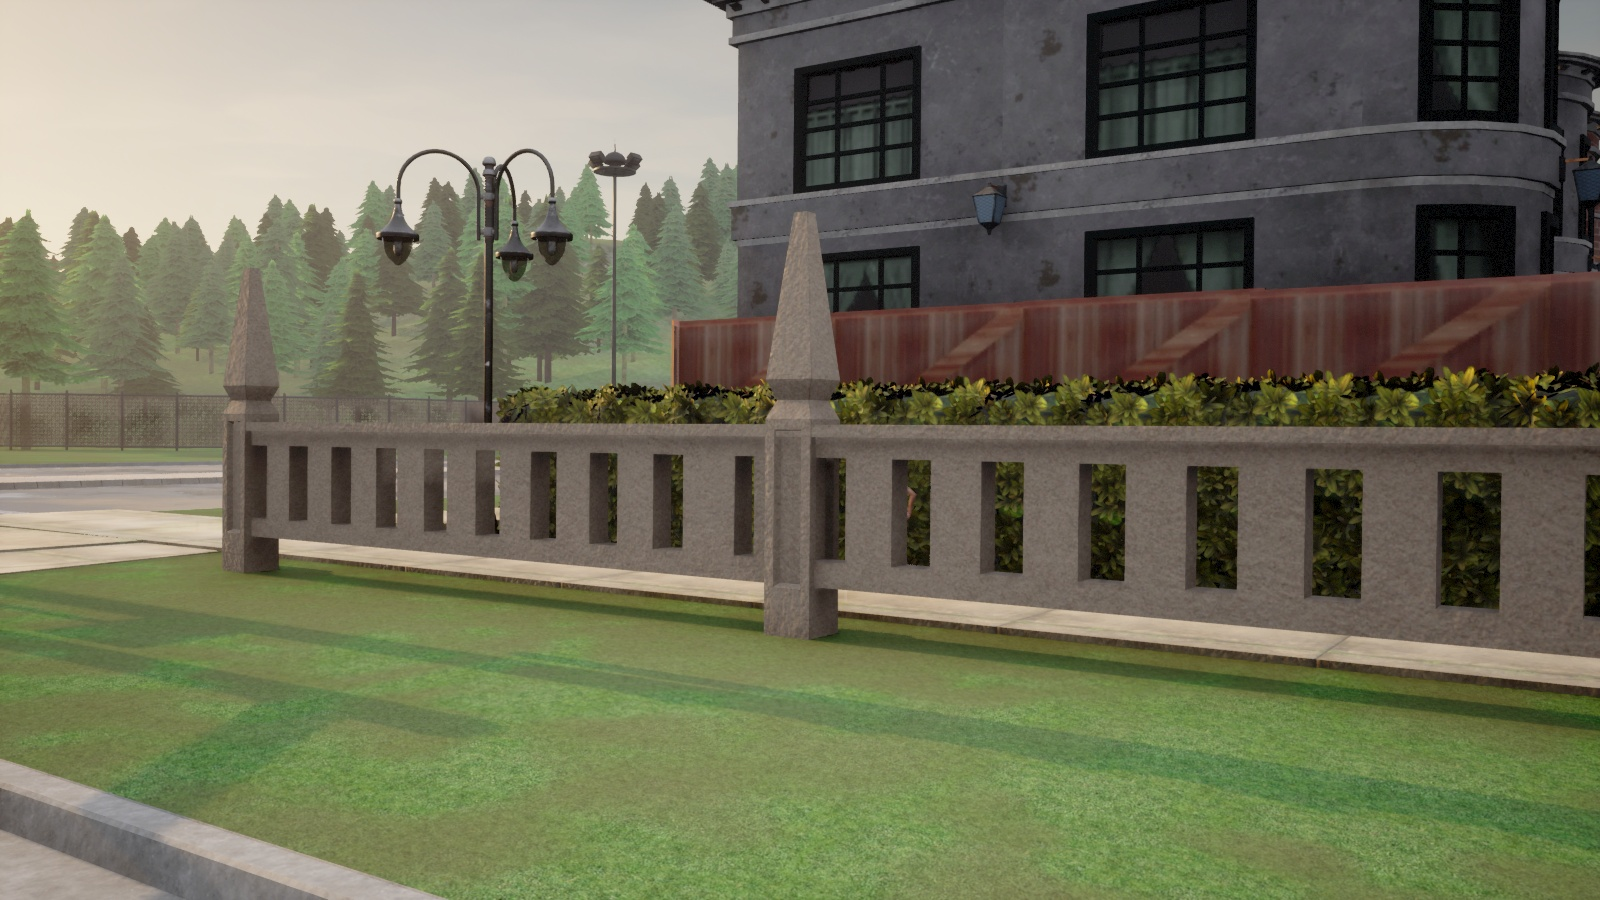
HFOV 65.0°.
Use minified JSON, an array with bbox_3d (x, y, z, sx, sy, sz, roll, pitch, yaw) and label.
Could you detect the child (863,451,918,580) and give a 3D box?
[{"bbox_3d":[0.792,0.563,10.991,0.394,1.110,0.255,0,1,35],"label":"child"}]
